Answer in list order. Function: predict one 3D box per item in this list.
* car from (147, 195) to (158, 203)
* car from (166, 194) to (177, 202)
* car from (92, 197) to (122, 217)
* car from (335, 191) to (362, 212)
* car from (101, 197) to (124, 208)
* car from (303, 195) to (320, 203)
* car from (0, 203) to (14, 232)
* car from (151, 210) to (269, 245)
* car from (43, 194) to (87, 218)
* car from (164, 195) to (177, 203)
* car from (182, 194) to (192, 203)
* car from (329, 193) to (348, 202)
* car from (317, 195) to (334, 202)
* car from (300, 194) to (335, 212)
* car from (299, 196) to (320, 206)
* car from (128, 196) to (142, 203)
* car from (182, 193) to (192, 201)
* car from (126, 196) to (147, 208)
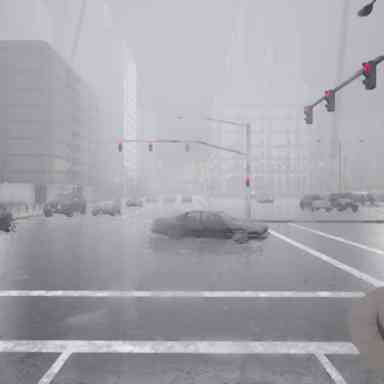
[{"bbox_3d":[-8.035,1.316,67.203,2.097,1.767,4.553,0,0,0],"label":"car"},{"bbox_3d":[-4.556,1.312,74.443,2.128,1.511,4.902,0,0,0],"label":"car"},{"bbox_3d":[-7.928,1.510,31.219,1.812,1.442,4.674,0,0,0],"label":"car"},{"bbox_3d":[16.085,1.138,35.719,1.905,1.878,3.866,0,0,0],"label":"car"},{"bbox_3d":[-11.517,1.466,48.359,2.128,1.511,4.902,0,0,0],"label":"car"},{"bbox_3d":[24.508,1.360,68.301,1.970,1.475,3.806,0,0,0],"label":"car"},{"bbox_3d":[-10.956,1.343,16.751,2.097,1.767,4.553,0,0,-3],"label":"car"},{"bbox_3d":[0.784,1.539,15.399,5.357,1.411,2.033,0,0,20],"label":"car"},{"bbox_3d":[-11.579,1.206,30.848,2.150,2.045,5.566,0,0,3],"label":"car"},{"bbox_3d":[-4.511,1.530,65.605,1.994,1.385,4.181,0,0,0],"label":"car"},{"bbox_3d":[-1.011,1.567,65.703,1.895,1.301,4.718,0,0,0],"label":"car"},{"bbox_3d":[30.086,1.118,68.359,1.932,1.855,4.605,0,0,0],"label":"car"},{"bbox_3d":[27.403,1.328,68.305,1.784,1.438,3.905,0,0,0],"label":"car"},{"bbox_3d":[13.191,1.135,35.768,1.932,1.855,4.605,0,0,0],"label":"car"},{"bbox_3d":[18.763,1.368,53.190,1.970,1.475,3.806,0,0,0],"label":"car"},{"bbox_3d":[-11.525,1.565,67.625,1.895,1.301,4.718,0,0,0],"label":"car"},{"bbox_3d":[-1.056,1.142,74.431,2.097,1.767,4.553,0,0,0],"label":"car"},{"bbox_3d":[-8.010,1.539,46.873,1.994,1.385,4.181,0,0,0],"label":"car"}]
